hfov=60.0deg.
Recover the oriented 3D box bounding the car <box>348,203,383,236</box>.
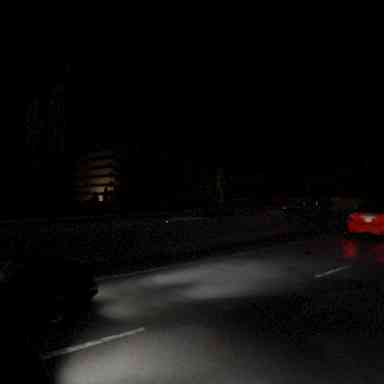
[{"bbox_3d":[9.840,1.320,17.017,4.553,1.767,2.097,0,0,-42],"label":"car"}]

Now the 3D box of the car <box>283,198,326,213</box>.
[{"bbox_3d":[10.836,1.591,32.417,4.718,1.301,1.895,0,0,-43],"label":"car"}]

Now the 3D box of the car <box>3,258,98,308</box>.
[{"bbox_3d":[-4.025,1.626,5.297,4.718,1.301,1.895,0,0,-35],"label":"car"}]

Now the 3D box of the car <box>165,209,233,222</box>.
[{"bbox_3d":[0.750,1.621,18.420,4.718,1.301,1.895,0,0,-42],"label":"car"}]

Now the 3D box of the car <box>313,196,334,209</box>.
[{"bbox_3d":[15.927,1.331,41.846,4.553,1.767,2.097,0,0,-42],"label":"car"}]

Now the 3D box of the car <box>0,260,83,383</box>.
[{"bbox_3d":[-3.281,1.522,1.590,4.892,1.490,1.837,0,0,-34],"label":"car"}]
